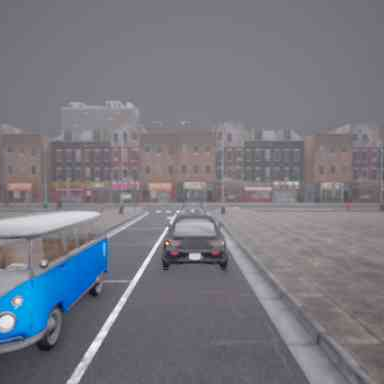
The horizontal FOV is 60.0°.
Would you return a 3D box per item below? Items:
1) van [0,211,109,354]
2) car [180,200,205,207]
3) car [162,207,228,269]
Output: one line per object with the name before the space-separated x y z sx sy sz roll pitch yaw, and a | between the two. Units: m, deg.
van | -2.659 1.287 5.787 1.690 1.788 3.998 -1 1 0
car | 0.046 1.321 25.080 2.033 1.411 5.357 0 0 0
car | 0.078 1.427 10.648 1.812 1.442 4.674 0 1 0
